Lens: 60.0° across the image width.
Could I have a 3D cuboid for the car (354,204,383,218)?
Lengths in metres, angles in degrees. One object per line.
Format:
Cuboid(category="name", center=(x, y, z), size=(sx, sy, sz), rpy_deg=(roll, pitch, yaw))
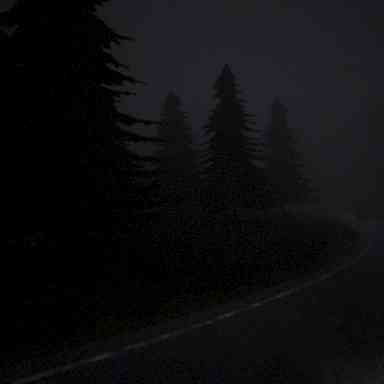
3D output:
Cuboid(category="car", center=(19.985, 2.125, 37.859), size=(1.882, 1.535, 5.008), rpy_deg=(-3, -3, 10))
